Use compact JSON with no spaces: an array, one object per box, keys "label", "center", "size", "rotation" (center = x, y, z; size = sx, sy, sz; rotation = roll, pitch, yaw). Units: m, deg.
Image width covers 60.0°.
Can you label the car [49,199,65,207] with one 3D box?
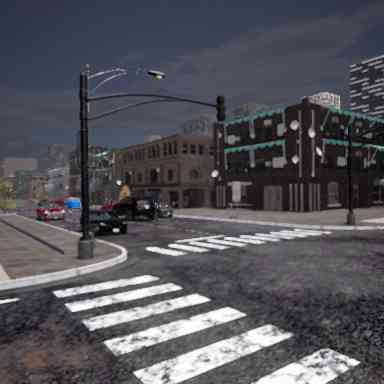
[{"label":"car","center":[-25.820,2.142,63.488],"size":[1.887,1.381,4.507],"rotation":[-2,0,-35]}]

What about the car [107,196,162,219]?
[{"label":"car","center":[-5.344,1.432,30.216],"size":[2.150,2.045,5.566],"rotation":[-1,0,-36]}]

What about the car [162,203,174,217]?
[{"label":"car","center":[-3.369,1.724,31.910],"size":[2.008,1.369,4.403],"rotation":[-2,0,-35]}]

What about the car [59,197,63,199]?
[{"label":"car","center":[-22.619,1.854,58.976],"size":[2.192,1.841,5.009],"rotation":[-2,0,-35]}]

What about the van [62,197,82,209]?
[{"label":"van","center":[-19.411,1.821,54.465],"size":[1.690,1.788,3.998],"rotation":[-2,0,-35]}]

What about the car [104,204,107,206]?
[{"label":"car","center":[-9.782,1.880,40.932],"size":[1.802,1.307,4.206],"rotation":[-2,0,-35]}]

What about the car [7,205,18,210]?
[{"label":"car","center":[-29.342,2.194,53.981],"size":[1.752,1.417,4.829],"rotation":[-2,0,-35]}]

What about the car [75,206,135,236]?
[{"label":"car","center":[-5.462,1.776,20.184],"size":[1.947,1.339,4.313],"rotation":[-2,0,-35]}]

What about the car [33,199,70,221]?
[{"label":"car","center":[-13.407,1.807,31.563],"size":[1.967,1.590,4.097],"rotation":[-2,0,-35]}]
